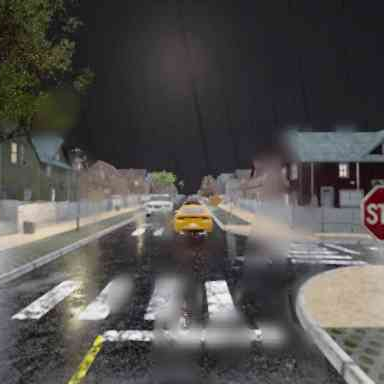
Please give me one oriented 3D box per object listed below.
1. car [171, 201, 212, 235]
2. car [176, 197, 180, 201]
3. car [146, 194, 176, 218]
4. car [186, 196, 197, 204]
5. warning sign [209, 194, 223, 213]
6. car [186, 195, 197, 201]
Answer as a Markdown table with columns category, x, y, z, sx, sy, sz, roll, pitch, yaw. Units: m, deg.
| category | x | y | z | sx | sy | sz | roll | pitch | yaw |
| --- | --- | --- | --- | --- | --- | --- | --- | --- | --- |
| car | 0.058 | 1.475 | 18.749 | 1.882 | 1.535 | 5.008 | 0 | 0 | 0 |
| car | -2.931 | 1.522 | 50.366 | 1.837 | 1.490 | 4.892 | 0 | 0 | 0 |
| car | -2.912 | 1.223 | 30.989 | 2.150 | 2.045 | 5.566 | 0 | 0 | 0 |
| car | -0.137 | 1.537 | 66.710 | 2.128 | 1.511 | 4.902 | 0 | 0 | 0 |
| warning sign | 2.422 | 1.117 | 33.534 | 1.300 | 1.860 | 1.060 | -2 | -2 | 0 |
| car | -0.063 | 1.533 | 56.773 | 1.837 | 1.490 | 4.892 | 0 | 0 | 0 |
